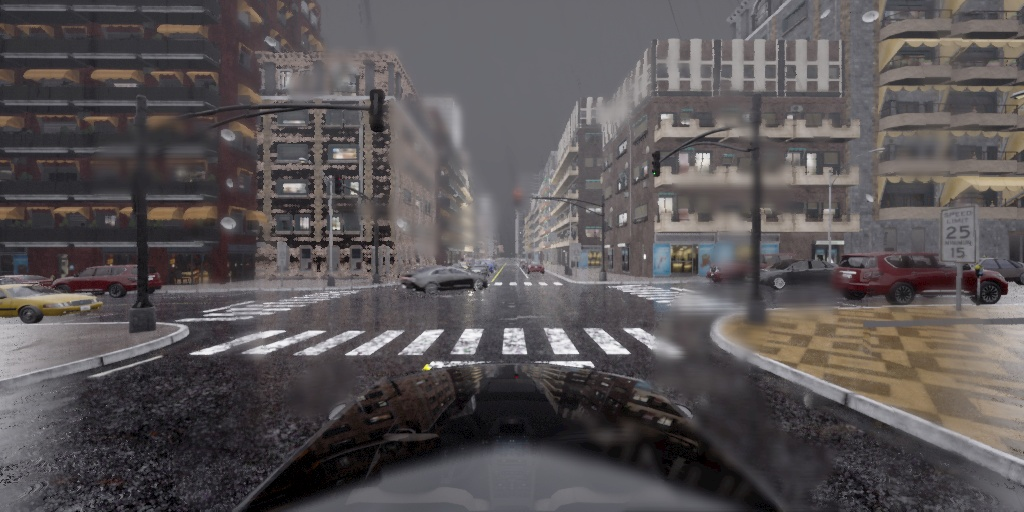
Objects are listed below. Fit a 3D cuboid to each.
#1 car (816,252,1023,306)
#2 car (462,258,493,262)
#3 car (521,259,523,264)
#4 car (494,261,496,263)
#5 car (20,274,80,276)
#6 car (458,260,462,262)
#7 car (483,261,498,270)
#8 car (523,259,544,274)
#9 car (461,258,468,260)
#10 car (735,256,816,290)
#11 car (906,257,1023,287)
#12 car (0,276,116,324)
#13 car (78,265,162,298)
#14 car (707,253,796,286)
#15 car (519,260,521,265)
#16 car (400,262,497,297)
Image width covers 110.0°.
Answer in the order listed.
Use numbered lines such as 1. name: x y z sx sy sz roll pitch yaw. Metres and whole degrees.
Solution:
1. car: 14.687 0.775 13.151 5.009 1.841 2.192 0 0 -1
2. car: -3.165 1.247 34.029 2.128 1.511 4.902 0 0 0
3. car: 2.600 1.200 46.537 1.967 1.591 4.097 0 0 0
4. car: -3.183 1.237 43.451 1.882 1.535 5.008 0 0 0
5. car: -21.930 1.694 15.343 4.181 1.385 1.994 -1 0 -1
6. car: -5.757 1.322 35.154 1.948 1.339 4.313 0 0 0
7. car: -3.196 1.365 53.448 1.895 1.301 4.718 0 0 0
8. car: 2.611 1.198 40.855 1.967 1.591 4.097 0 0 0
9. car: -5.769 1.284 40.666 1.751 1.417 4.829 0 0 0
10. car: 14.936 0.947 18.944 4.892 1.490 1.837 -1 0 -1
11. car: 24.727 0.807 19.052 5.357 1.411 2.033 -1 0 -1
12. car: -17.652 1.585 12.804 4.829 1.417 1.751 0 0 -1
13. car: -23.638 1.462 21.088 5.009 1.841 2.192 0 0 -1
14. car: 14.536 0.759 21.530 5.009 1.841 2.192 0 0 -1
15. car: 2.577 1.349 57.902 1.802 1.307 4.207 0 0 0
16. car: -3.541 1.275 19.330 4.902 1.511 2.128 -1 0 -41
